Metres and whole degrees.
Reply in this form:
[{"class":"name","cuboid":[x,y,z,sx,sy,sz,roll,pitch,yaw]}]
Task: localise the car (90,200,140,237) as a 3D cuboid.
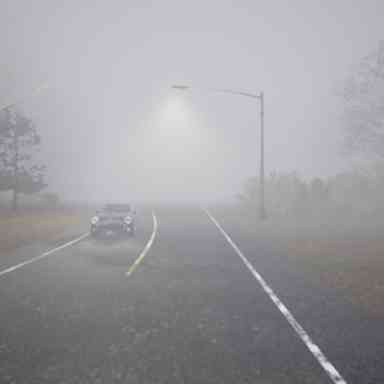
[{"class":"car","cuboid":[-4.010,1.342,17.953,2.097,1.767,4.553,0,0,-4]}]
